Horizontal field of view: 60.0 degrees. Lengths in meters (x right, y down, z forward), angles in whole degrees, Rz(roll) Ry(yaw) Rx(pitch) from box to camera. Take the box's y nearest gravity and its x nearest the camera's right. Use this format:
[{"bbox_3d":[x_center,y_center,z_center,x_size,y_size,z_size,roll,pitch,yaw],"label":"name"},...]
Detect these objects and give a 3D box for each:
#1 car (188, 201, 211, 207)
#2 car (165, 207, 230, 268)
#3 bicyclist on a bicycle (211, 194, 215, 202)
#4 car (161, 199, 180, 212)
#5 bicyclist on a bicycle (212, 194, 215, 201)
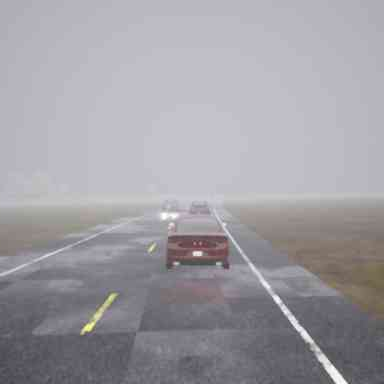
[{"bbox_3d":[0.698,1.536,30.206,2.128,1.511,4.902,0,0,2],"label":"car"},{"bbox_3d":[0.196,1.496,11.401,1.882,1.535,5.008,0,0,1],"label":"car"},{"bbox_3d":[4.855,1.541,79.404,0.582,1.620,1.656,0,0,6],"label":"bicyclist on a bicycle"},{"bbox_3d":[-2.555,1.549,40.230,2.128,1.511,4.902,0,0,3],"label":"car"},{"bbox_3d":[5.767,1.463,88.325,0.659,1.776,1.843,0,0,6],"label":"bicyclist on a bicycle"}]
